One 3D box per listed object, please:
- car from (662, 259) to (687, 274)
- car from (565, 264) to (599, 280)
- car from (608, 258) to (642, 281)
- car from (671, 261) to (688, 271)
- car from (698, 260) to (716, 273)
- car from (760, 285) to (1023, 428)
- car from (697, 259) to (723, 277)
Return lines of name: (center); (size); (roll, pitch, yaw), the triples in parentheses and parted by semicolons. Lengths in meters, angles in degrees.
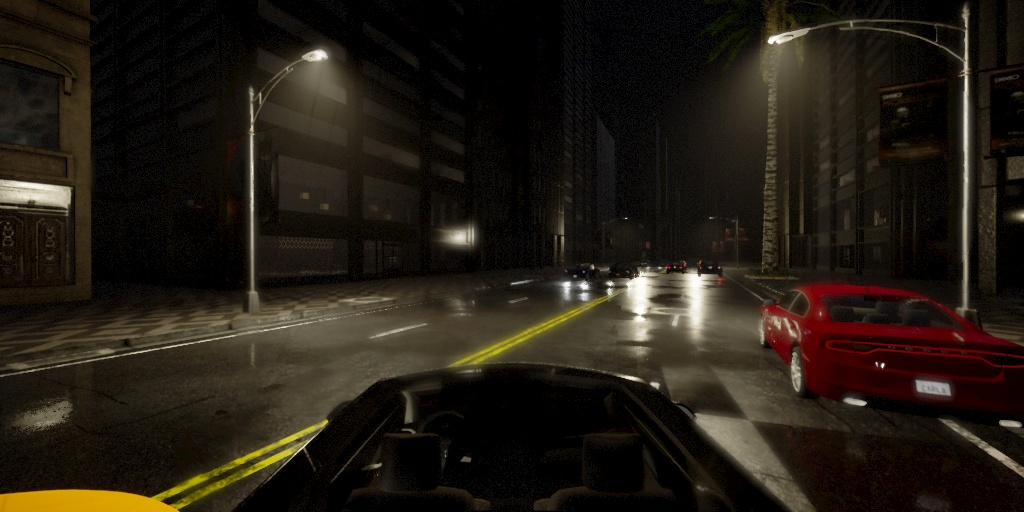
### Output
car: (18.657, 1.295, 40.824); (2.033, 1.411, 5.357); (0, 0, 27)
car: (6.121, 1.352, 31.111); (1.895, 1.301, 4.718); (0, 0, 27)
car: (9.633, 1.226, 30.856); (1.882, 1.535, 5.008); (0, 0, 27)
car: (23.546, 1.353, 50.322); (1.895, 1.301, 4.718); (0, 0, 27)
car: (23.724, 1.224, 43.725); (1.882, 1.535, 5.008); (0, 0, 28)
car: (5.515, 1.223, 5.928); (1.882, 1.535, 5.008); (0, 0, 27)
car: (19.296, 1.096, 35.002); (2.097, 1.767, 4.553); (0, 0, 27)
